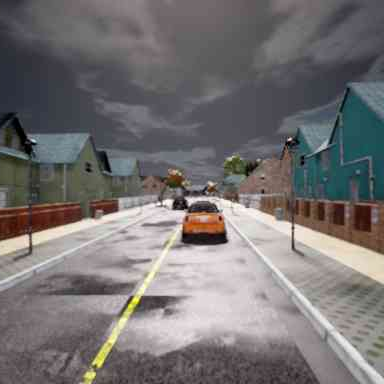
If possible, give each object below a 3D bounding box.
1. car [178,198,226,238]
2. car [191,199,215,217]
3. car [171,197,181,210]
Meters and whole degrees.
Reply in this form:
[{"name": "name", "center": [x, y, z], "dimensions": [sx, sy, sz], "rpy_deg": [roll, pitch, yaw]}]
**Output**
[{"name": "car", "center": [0.619, 1.311, 17.676], "dimensions": [2.097, 1.767, 4.553], "rpy_deg": [0, 0, 2]}, {"name": "car", "center": [1.044, 1.487, 31.638], "dimensions": [2.033, 1.411, 5.357], "rpy_deg": [0, 0, 2]}, {"name": "car", "center": [-1.472, 1.434, 41.632], "dimensions": [1.882, 1.535, 5.008], "rpy_deg": [0, 0, 2]}]
